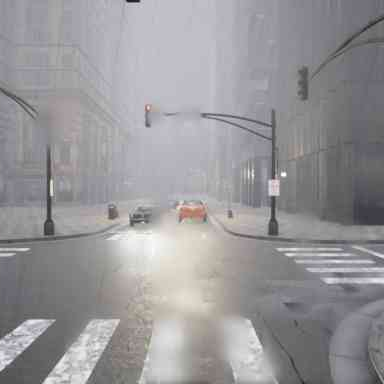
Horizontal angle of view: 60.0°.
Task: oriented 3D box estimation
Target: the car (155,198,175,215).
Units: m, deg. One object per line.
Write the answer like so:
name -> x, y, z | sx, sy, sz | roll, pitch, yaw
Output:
car -> -3.105, 1.564, 33.170 | 1.994, 1.385, 4.181 | 0, 0, 0

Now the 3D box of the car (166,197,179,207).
car -> -3.071, 1.531, 53.213 | 1.812, 1.442, 4.674 | 0, 0, 0

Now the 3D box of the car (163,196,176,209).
car -> -3.111, 1.354, 43.171 | 2.097, 1.767, 4.553 | 0, 0, 0

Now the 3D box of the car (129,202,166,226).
car -> -3.108, 1.601, 23.227 | 1.895, 1.301, 4.718 | 0, 0, 0

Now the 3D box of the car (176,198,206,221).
car -> 0.063, 1.351, 27.254 | 2.097, 1.767, 4.553 | 0, 0, 0
